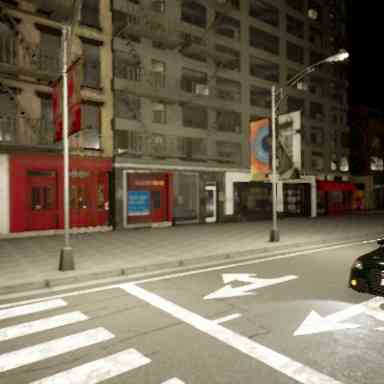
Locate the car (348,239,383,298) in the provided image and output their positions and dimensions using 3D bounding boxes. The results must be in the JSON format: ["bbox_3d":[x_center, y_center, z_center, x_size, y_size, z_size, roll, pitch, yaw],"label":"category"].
[{"bbox_3d":[5.458,1.603,7.658,4.181,1.385,1.994,0,-1,-36],"label":"car"}]
